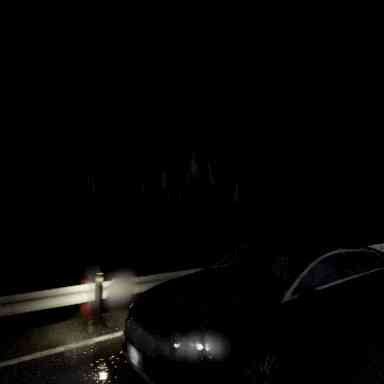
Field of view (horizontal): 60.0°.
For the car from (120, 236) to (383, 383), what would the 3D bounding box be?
[{"bbox_3d":[1.425,1.465,4.887,4.902,1.511,2.128,0,0,-34],"label":"car"}]
